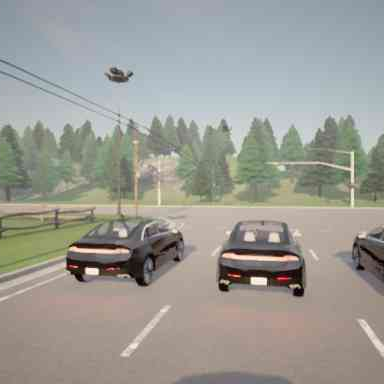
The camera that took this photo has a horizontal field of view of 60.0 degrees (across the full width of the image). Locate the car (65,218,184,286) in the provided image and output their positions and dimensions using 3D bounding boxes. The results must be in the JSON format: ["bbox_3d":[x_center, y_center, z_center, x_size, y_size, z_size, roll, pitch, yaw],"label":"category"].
[{"bbox_3d":[-1.580,1.485,9.481,2.128,1.511,4.902,0,0,13],"label":"car"}]

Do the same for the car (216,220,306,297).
[{"bbox_3d":[1.832,1.484,8.695,2.128,1.511,4.902,0,0,13],"label":"car"}]

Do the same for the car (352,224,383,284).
[{"bbox_3d":[5.246,1.483,7.924,2.128,1.511,4.902,0,0,13],"label":"car"}]
